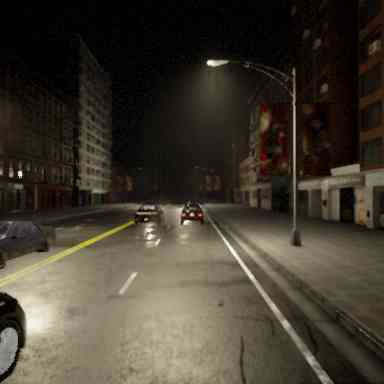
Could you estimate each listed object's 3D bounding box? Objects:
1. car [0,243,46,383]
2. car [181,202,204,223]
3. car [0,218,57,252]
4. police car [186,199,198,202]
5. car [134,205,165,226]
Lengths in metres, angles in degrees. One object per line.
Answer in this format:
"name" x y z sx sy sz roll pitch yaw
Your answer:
"car" -3.150 1.527 2.551 1.837 1.490 4.892 0 0 0
"car" 0.032 1.776 27.398 2.033 1.411 5.357 0 0 1
"car" -6.522 1.643 11.516 2.033 1.411 5.357 0 0 1
"police car" 0.002 1.948 52.580 2.038 1.542 4.974 0 -1 0
"car" -3.150 1.702 25.287 2.128 1.511 4.902 0 0 0
